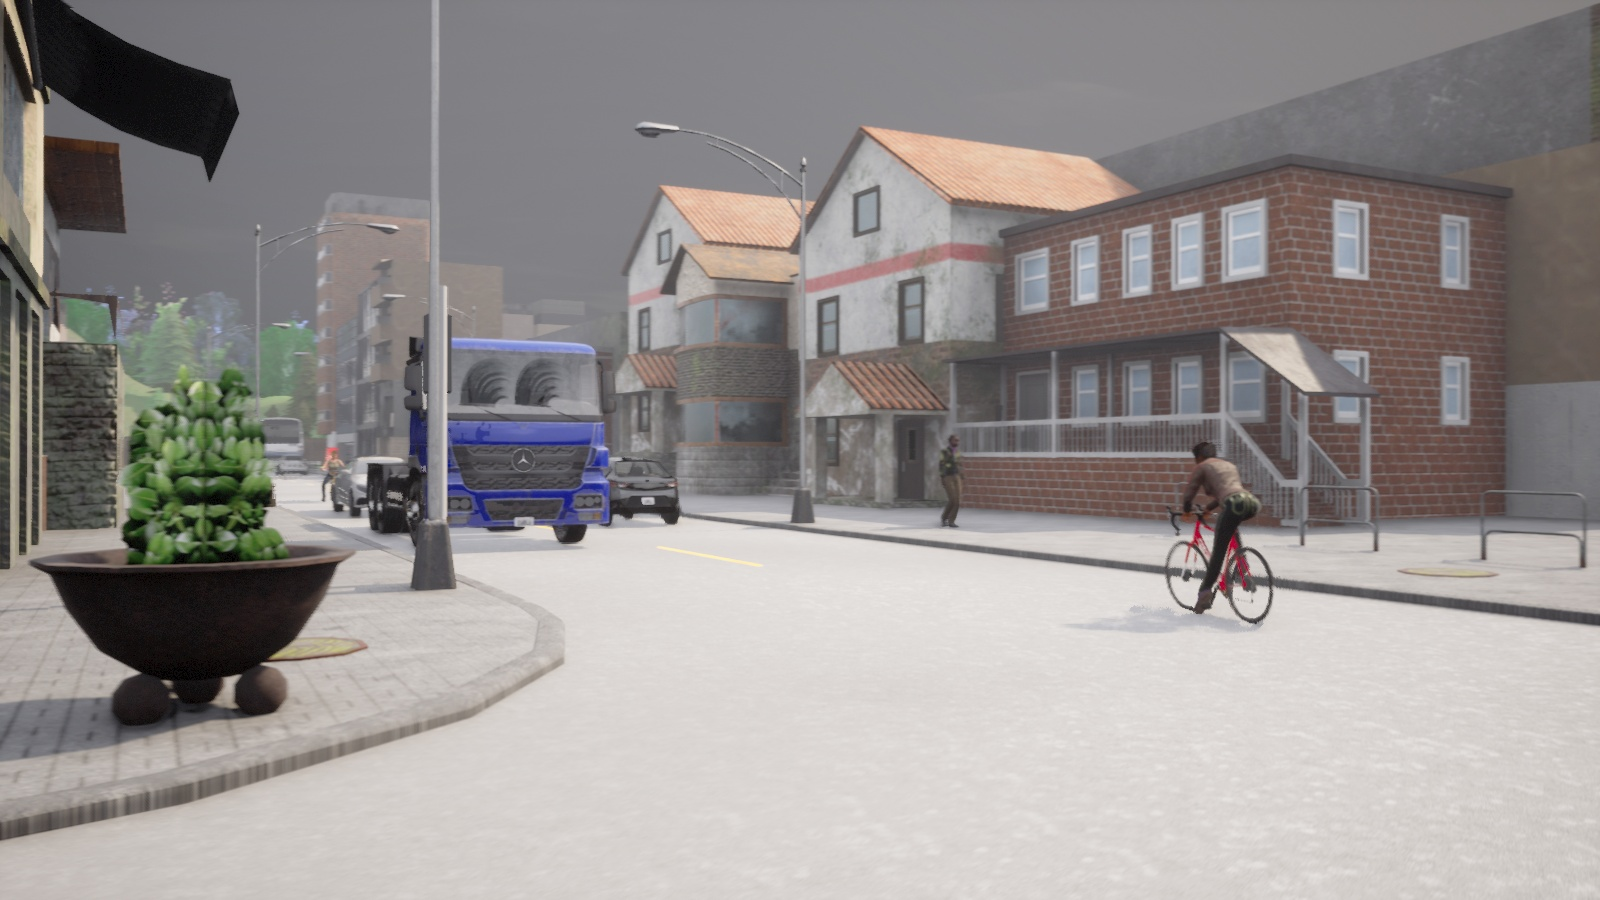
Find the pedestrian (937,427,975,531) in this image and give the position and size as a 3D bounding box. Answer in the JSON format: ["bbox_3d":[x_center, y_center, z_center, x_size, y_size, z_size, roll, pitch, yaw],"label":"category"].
[{"bbox_3d":[2.951,0.538,23.781,0.395,1.930,0.692,0,0,-25],"label":"pedestrian"}]

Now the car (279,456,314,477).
[{"bbox_3d":[-35.998,1.185,89.723,1.970,1.475,3.806,0,0,-27],"label":"car"}]

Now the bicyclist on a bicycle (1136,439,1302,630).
[{"bbox_3d":[3.826,0.730,11.601,0.582,1.620,1.656,-1,0,-16],"label":"bicyclist on a bicycle"}]

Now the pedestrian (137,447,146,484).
[{"bbox_3d":[-34.723,0.825,66.225,0.396,1.930,0.692,0,0,-29],"label":"pedestrian"}]

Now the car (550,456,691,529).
[{"bbox_3d":[-4.074,0.882,27.897,1.816,1.474,4.193,0,0,-27],"label":"car"}]

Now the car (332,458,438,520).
[{"bbox_3d":[-10.578,0.932,31.778,1.812,1.442,4.674,0,0,-28],"label":"car"}]

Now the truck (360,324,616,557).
[{"bbox_3d":[-5.978,-0.126,22.892,2.891,3.462,7.936,0,0,-26],"label":"truck"}]
